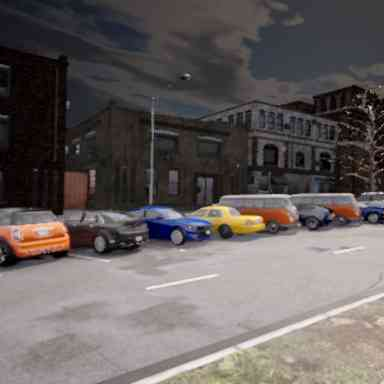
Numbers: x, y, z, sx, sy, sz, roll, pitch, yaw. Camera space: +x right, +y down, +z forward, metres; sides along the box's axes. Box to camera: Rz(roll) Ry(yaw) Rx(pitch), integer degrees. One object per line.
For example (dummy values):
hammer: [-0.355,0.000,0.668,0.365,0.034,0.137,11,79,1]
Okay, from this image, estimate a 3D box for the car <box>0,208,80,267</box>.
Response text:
car: [-6.331,1.326,11.485,4.553,1.767,2.185,-1,0,35]

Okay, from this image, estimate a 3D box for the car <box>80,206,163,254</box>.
car: [-3.861,1.433,13.223,4.892,1.521,2.231,-1,0,35]

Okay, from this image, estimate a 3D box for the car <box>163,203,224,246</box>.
car: [-1.390,1.412,14.959,5.008,1.535,2.097,-1,-1,35]

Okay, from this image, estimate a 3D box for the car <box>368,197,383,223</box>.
car: [11.072,1.310,23.412,5.008,1.535,2.097,-1,-1,36]

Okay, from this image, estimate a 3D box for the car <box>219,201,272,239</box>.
car: [0.946,1.392,16.758,5.366,1.575,1.946,-1,0,36]

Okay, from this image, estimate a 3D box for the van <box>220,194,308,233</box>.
van: [3.685,1.144,18.287,4.442,1.987,1.878,-1,-1,36]

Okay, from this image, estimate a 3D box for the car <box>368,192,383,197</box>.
car: [13.537,1.039,25.104,5.566,2.045,2.435,-1,0,36]

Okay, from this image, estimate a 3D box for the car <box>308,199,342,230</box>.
car: [6.059,1.382,20.056,4.792,1.488,2.163,-1,0,36]

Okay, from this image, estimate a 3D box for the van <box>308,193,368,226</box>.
van: [8.674,1.103,21.664,4.442,1.987,1.878,-1,-1,36]
